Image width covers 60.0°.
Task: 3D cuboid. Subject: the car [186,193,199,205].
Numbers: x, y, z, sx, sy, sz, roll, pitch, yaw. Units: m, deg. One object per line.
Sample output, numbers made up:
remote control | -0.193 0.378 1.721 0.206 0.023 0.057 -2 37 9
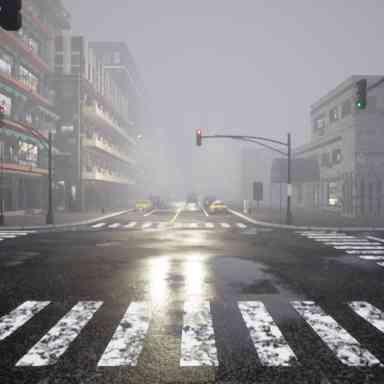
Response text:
car | -0.005 1.400 60.646 2.097 1.767 4.553 0 0 0

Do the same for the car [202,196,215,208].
car | 2.689 1.609 44.948 1.802 1.307 4.206 0 0 0

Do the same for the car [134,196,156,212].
car | -5.692 1.547 39.237 1.752 1.417 4.829 0 0 0

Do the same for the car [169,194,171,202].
car | -5.694 1.584 66.933 1.752 1.417 4.829 0 0 0

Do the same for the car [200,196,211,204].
car | 2.687 1.609 67.105 2.008 1.369 4.403 0 0 0

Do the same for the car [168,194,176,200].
car | -5.696 1.430 94.801 2.192 1.841 5.009 0 0 0

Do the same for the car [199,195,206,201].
car | 2.684 1.628 89.432 1.752 1.417 4.829 0 0 0

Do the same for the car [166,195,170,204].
car | -5.694 1.600 61.564 2.008 1.369 4.403 0 0 0

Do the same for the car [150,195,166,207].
car | -5.691 1.349 50.486 2.192 1.841 5.009 0 0 0

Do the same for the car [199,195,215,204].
car | 2.689 1.349 50.488 2.192 1.841 5.009 0 0 0

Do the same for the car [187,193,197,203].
car | -0.006 1.179 70.709 2.150 2.045 5.566 0 0 0

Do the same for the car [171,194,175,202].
car | -5.695 1.624 78.183 1.887 1.381 4.507 0 0 0

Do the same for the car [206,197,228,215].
car | 2.690 1.543 34.040 1.752 1.417 4.829 0 0 0

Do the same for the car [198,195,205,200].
car | 2.683 1.666 94.801 2.008 1.369 4.403 0 0 0
